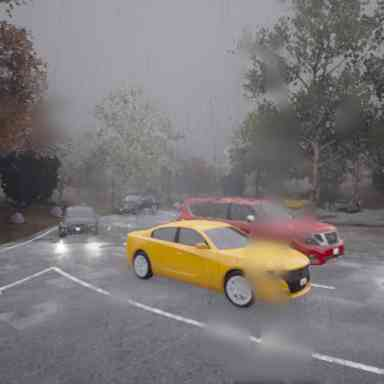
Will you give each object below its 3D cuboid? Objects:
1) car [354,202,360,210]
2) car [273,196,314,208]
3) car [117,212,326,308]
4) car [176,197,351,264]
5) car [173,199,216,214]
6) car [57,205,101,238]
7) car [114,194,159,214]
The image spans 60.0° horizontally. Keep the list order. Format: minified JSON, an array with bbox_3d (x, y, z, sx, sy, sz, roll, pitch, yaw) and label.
[{"bbox_3d":[18.721,1.551,41.700,4.181,1.385,1.994,1,0,14],"label":"car"},{"bbox_3d":[13.857,1.393,45.381,5.008,1.535,1.882,1,0,1],"label":"car"},{"bbox_3d":[0.368,1.475,8.206,5.008,1.535,1.882,0,0,44],"label":"car"},{"bbox_3d":[1.855,1.217,10.794,5.566,2.045,2.150,0,1,44],"label":"car"},{"bbox_3d":[0.343,1.495,35.746,1.837,1.490,4.892,-2,-1,42],"label":"car"},{"bbox_3d":[-6.081,1.503,18.015,1.837,1.490,4.892,0,0,-17],"label":"car"},{"bbox_3d":[-5.324,1.209,32.694,2.150,2.045,5.566,0,1,24],"label":"car"}]
